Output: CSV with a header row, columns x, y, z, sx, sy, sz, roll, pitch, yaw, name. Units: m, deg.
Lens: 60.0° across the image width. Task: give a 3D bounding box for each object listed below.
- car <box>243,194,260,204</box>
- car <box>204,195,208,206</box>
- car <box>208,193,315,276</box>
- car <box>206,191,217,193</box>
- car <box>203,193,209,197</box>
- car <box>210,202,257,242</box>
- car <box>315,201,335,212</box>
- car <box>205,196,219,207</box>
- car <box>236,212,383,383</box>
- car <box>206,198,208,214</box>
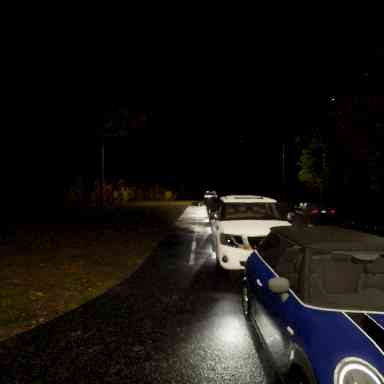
x,y,z,sx,sy,sz,roll,pitch,yaw,name
10.065,1.197,56.638,2.128,1.511,4.902,0,0,2,car
2.282,1.322,29.297,1.882,1.535,5.008,0,0,2,car
1.759,1.160,10.458,2.150,2.045,5.566,0,0,1,car
3.080,0.938,54.390,2.150,2.045,5.566,0,0,3,car
2.645,1.274,41.550,2.128,1.511,4.902,0,0,2,car
1.928,1.384,16.797,1.882,1.535,5.008,0,0,2,car
9.186,1.412,25.433,2.033,1.411,5.357,0,0,2,car
2.862,1.314,47.958,1.994,1.385,4.181,0,0,3,car
1.941,1.338,4.111,2.097,1.767,4.553,0,0,0,car
2.106,1.380,23.044,1.837,1.490,4.892,0,0,2,car
